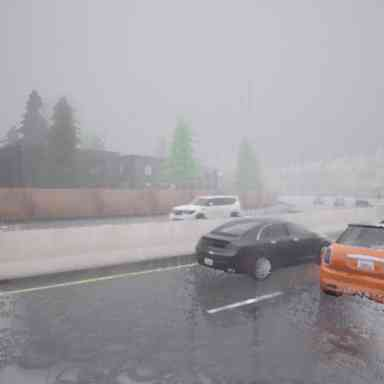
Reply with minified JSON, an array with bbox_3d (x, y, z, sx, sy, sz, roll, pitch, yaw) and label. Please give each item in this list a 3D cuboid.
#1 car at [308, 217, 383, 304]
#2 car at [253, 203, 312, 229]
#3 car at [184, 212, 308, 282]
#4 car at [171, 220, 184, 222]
[{"bbox_3d":[4.898,1.377,7.482,4.553,1.767,2.097,0,0,-38],"label":"car"},{"bbox_3d":[6.324,1.581,22.840,4.674,1.442,1.812,0,0,-44],"label":"car"},{"bbox_3d":[2.339,1.528,9.908,4.892,1.490,1.837,0,0,-38],"label":"car"},{"bbox_3d":[1.115,1.262,22.743,5.566,2.045,2.150,0,0,-42],"label":"car"}]
